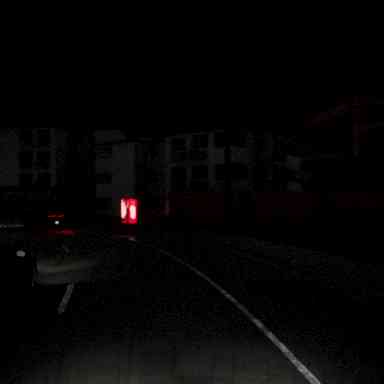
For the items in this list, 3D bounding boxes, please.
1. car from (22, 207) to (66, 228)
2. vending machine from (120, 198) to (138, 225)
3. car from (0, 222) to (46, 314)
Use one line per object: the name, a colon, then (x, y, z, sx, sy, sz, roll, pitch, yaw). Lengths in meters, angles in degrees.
car: (-10.955, 1.876, 24.525, 1.837, 1.490, 4.892, 1, -2, -44)
vending machine: (-5.119, 1.556, 27.104, 1.100, 2.100, 0.880, 0, -1, -43)
car: (-4.296, 1.581, 5.989, 1.882, 1.535, 5.008, 0, -1, -11)
